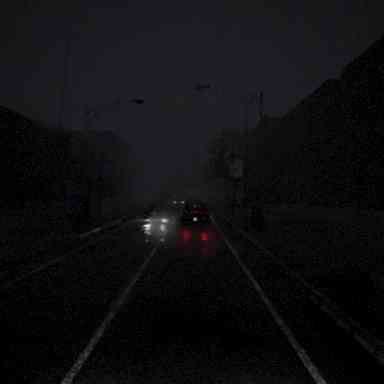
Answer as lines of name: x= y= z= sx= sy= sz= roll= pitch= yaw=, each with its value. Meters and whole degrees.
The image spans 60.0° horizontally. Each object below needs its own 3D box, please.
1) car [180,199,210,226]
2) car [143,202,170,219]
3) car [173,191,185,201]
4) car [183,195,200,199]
car: x=0.216 y=1.463 z=23.173 sx=2.128 sy=1.511 sz=4.902 roll=0 pitch=0 yaw=0
car: x=-2.955 y=1.514 z=28.519 sx=1.994 sy=1.385 sz=4.181 roll=0 pitch=0 yaw=0
car: x=-2.650 y=0.758 z=69.582 sx=2.150 sy=2.045 sz=5.566 roll=0 pitch=1 yaw=0
car: x=0.303 y=1.359 z=40.598 sx=2.128 sy=1.511 sz=4.902 roll=0 pitch=0 yaw=0
